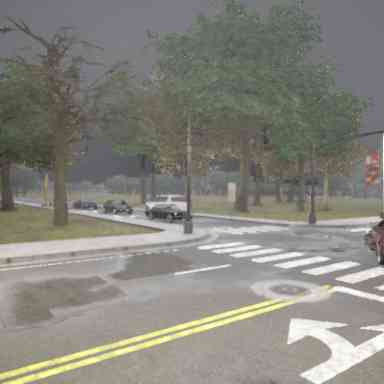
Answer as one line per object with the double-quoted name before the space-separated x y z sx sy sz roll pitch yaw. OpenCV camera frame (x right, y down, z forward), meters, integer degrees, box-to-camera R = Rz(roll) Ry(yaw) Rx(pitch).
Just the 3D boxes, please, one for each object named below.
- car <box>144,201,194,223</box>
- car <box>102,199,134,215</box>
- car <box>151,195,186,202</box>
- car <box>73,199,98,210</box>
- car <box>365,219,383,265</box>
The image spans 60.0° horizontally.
"car" -1.832 1.661 26.193 1.895 1.301 4.718 1 0 -36
"car" -7.744 1.553 34.489 1.837 1.490 4.892 1 0 -36
"car" -2.576 1.298 32.336 2.150 2.045 5.566 1 0 -36
"car" -13.873 1.588 43.107 2.033 1.411 5.357 1 0 -36
"car" 7.307 1.603 11.501 1.812 1.442 4.674 1 0 22
